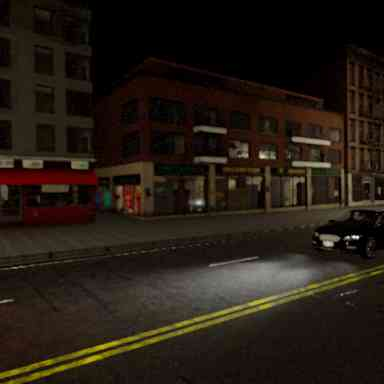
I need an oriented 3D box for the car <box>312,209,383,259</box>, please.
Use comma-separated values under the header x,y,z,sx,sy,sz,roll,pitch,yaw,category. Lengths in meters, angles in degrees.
x,y,z,sx,sy,sz,roll,pitch,yaw,category
6.427,1.397,12.227,4.902,1.511,2.128,-1,0,-35,car
